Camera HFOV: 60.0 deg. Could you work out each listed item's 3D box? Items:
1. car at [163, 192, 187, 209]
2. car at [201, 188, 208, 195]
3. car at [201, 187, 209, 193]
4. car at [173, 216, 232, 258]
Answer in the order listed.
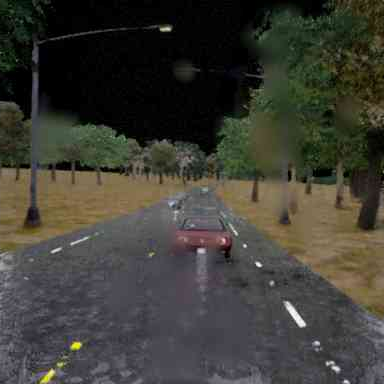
[{"bbox_3d":[-2.128,1.101,37.401,2.128,1.511,4.902,1,1,2],"label":"car"},{"bbox_3d":[3.104,0.043,81.787,2.128,1.511,4.902,1,2,2],"label":"car"},{"bbox_3d":[3.515,-0.491,92.185,2.128,1.511,4.902,1,2,2],"label":"car"},{"bbox_3d":[0.416,1.557,12.721,1.895,1.301,4.718,1,0,2],"label":"car"}]
